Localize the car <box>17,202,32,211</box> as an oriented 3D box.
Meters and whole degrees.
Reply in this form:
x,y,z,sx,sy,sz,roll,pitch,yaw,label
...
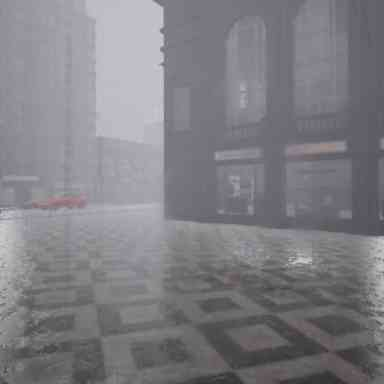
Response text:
x,y,z,sx,sy,sz,roll,pitch,yaw,label
-17.602,1.418,38.535,1.895,1.301,4.718,0,0,35,car

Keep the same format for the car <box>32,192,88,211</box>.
x,y,z,sx,sy,sz,roll,pitch,yaw,label
-14.426,1.024,37.402,2.150,2.045,5.566,0,0,35,car

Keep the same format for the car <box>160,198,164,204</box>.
x,y,z,sx,sy,sz,roll,pitch,yaw,label
-3.719,1.340,58.036,1.994,1.385,4.181,0,0,36,car
